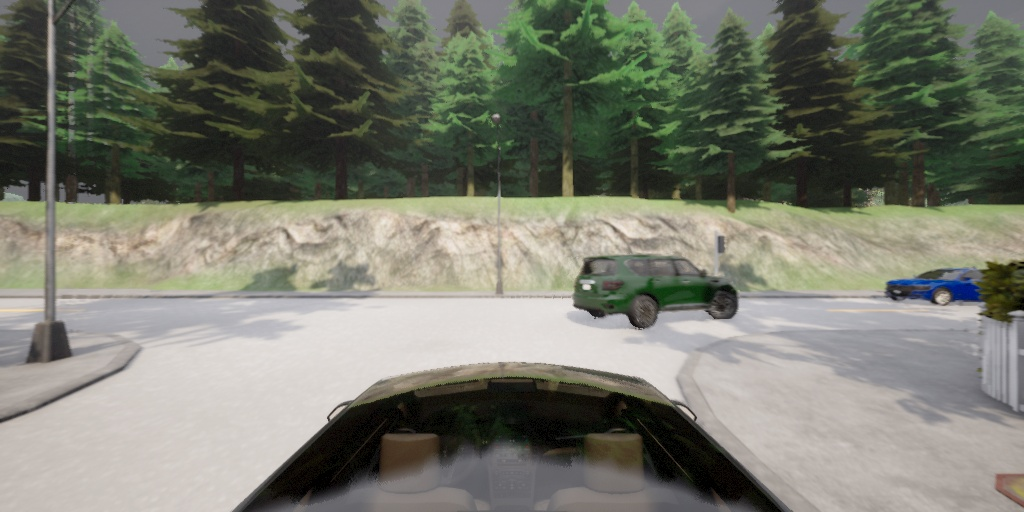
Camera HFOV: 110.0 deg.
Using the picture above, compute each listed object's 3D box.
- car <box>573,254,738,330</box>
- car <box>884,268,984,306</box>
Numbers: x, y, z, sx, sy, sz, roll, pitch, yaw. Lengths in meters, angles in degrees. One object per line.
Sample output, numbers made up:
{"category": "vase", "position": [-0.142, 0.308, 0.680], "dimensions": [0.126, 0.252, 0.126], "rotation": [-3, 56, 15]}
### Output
{"category": "car", "position": [4.588, 0.998, 11.404], "dimensions": [5.566, 2.045, 2.150], "rotation": [0, -2, -25]}
{"category": "car", "position": [19.162, 1.267, 15.521], "dimensions": [5.008, 1.535, 1.882], "rotation": [0, 0, 0]}
